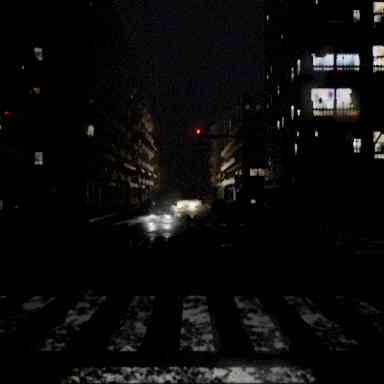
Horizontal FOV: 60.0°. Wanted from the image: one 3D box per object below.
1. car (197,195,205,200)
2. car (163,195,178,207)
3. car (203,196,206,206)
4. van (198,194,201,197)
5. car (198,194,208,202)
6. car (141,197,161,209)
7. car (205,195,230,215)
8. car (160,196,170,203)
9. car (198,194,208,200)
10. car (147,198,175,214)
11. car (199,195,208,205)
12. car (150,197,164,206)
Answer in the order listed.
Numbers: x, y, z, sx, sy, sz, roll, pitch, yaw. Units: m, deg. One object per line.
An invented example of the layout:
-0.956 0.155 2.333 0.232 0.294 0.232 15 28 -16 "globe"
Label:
2.543 1.539 94.281 1.887 1.381 4.507 0 0 0 "car"
-3.166 1.491 50.614 1.837 1.490 4.892 0 0 0 "car"
2.630 1.539 38.939 2.008 1.369 4.403 0 0 0 "car"
2.587 1.328 66.611 1.690 1.788 3.998 0 0 0 "van"
2.570 1.305 77.679 2.192 1.841 5.009 0 0 0 "car"
-5.760 1.538 44.461 2.008 1.369 4.403 0 0 0 "car"
2.639 1.430 33.405 1.967 1.590 4.097 0 0 0 "car"
-5.803 1.533 72.132 1.887 1.381 4.507 0 0 0 "car"
2.595 1.569 61.076 1.802 1.307 4.206 0 0 0 "car"
-3.153 1.590 34.597 1.895 1.301 4.718 0 0 0 "car"
2.604 1.568 55.542 1.802 1.307 4.206 0 0 0 "car"
-5.776 1.552 55.530 1.947 1.339 4.313 0 0 0 "car"
